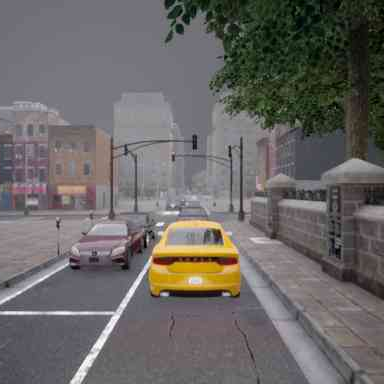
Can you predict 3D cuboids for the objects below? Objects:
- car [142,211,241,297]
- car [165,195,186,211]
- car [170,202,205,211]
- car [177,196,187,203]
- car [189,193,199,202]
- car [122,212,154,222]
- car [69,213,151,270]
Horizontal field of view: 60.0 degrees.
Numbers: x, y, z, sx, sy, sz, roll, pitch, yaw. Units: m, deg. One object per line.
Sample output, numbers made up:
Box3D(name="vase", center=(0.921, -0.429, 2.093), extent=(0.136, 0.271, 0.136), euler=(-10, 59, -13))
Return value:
Box3D(name="car", center=(0.080, 1.476, 8.598), extent=(1.882, 1.535, 5.008), euler=(0, 0, 0))
Box3D(name="car", center=(-2.222, 1.477, 41.666), extent=(2.128, 1.511, 4.902), euler=(0, 0, 0))
Box3D(name="car", center=(0.034, 1.543, 19.088), extent=(2.033, 1.411, 5.357), euler=(0, 0, 0))
Box3D(name="car", center=(-2.103, 1.573, 69.383), extent=(1.895, 1.301, 4.718), euler=(0, 0, 0))
Box3D(name="car", center=(0.395, 1.500, 66.876), extent=(1.812, 1.442, 4.674), euler=(0, 0, 0))
Box3D(name="car", center=(-2.614, 1.563, 14.667), extent=(1.947, 1.339, 4.313), euler=(0, 0, 0))
Box3D(name="car", center=(-2.620, 1.580, 11.005), extent=(1.802, 1.307, 4.206), euler=(0, 0, 0))
